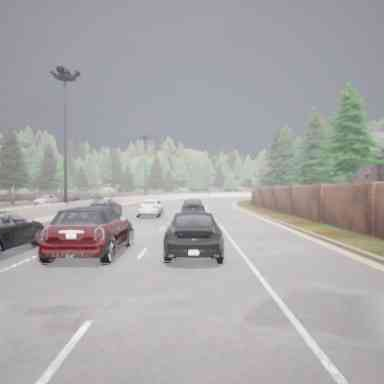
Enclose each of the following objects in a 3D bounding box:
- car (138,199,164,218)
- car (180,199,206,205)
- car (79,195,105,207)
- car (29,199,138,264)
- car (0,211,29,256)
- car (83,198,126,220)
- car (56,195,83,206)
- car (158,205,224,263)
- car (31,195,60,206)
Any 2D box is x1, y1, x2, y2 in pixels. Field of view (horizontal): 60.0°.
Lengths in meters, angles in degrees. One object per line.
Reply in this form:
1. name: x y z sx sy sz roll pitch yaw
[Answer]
1. car: -3.428 1.318 27.941 1.812 1.442 4.674 0 0 0
2. car: 0.069 1.306 27.044 1.837 1.490 4.892 0 1 0
3. car: -13.719 1.165 45.834 1.837 1.490 4.892 0 0 4
4. car: -3.437 1.264 11.624 2.097 1.767 4.553 0 0 0
5. car: -6.935 1.404 11.667 2.128 1.511 4.902 0 0 0
6. car: -6.932 1.292 26.957 2.128 1.511 4.902 0 1 0
7. car: -17.154 1.218 46.672 1.994 1.385 4.181 0 0 4
8. car: 0.063 1.418 11.640 1.837 1.490 4.892 0 0 0
9. car: -20.655 1.177 47.069 1.812 1.442 4.674 0 1 4
